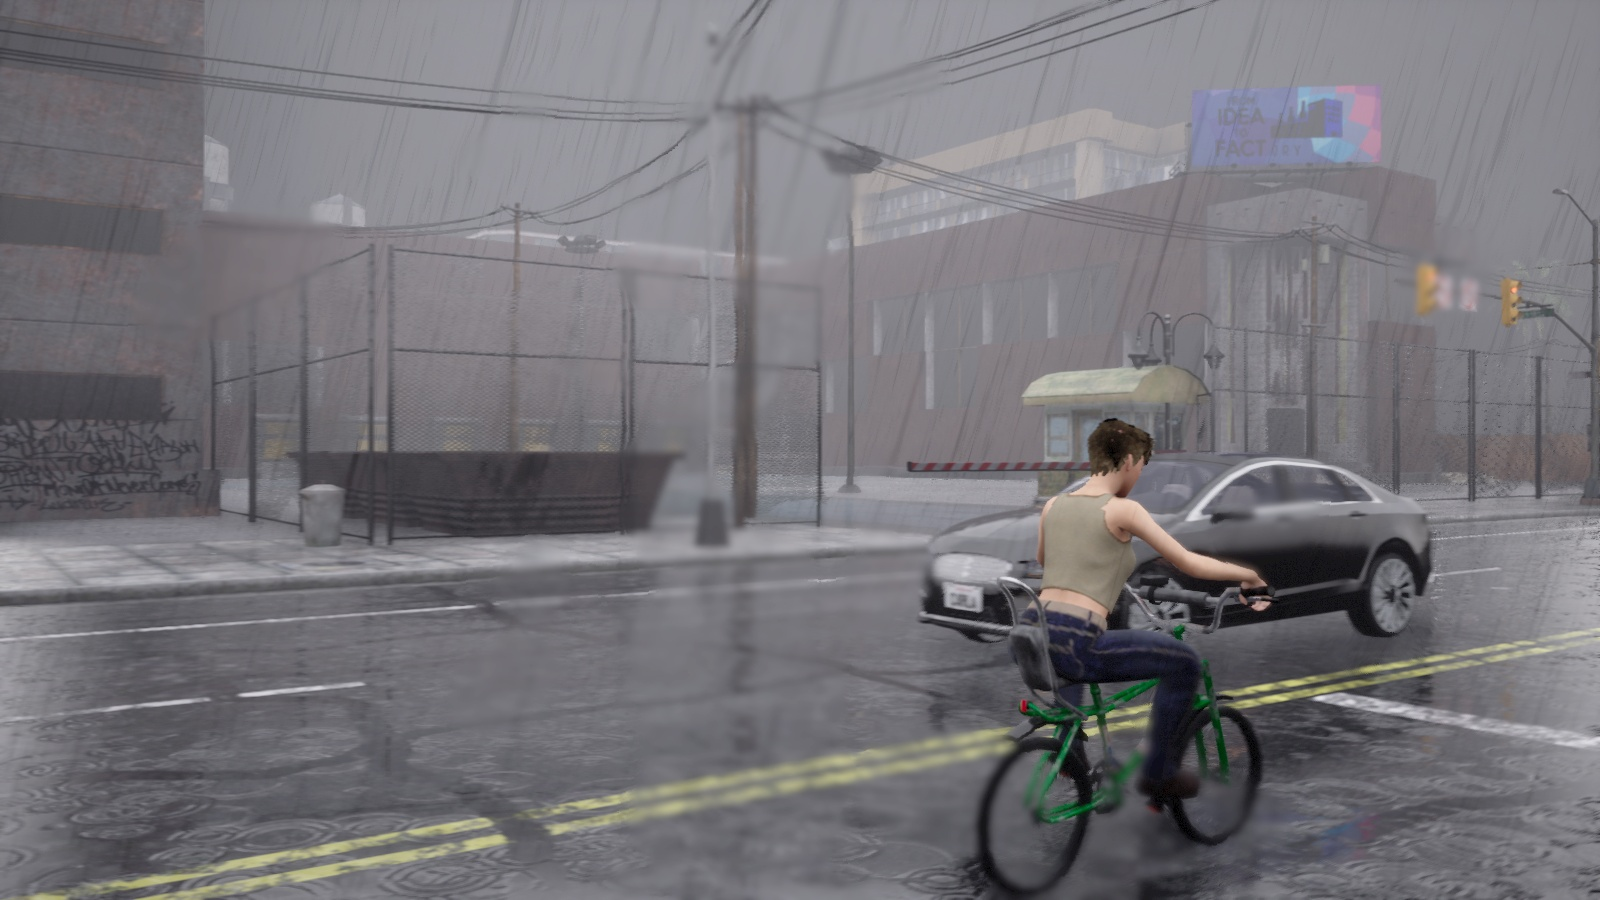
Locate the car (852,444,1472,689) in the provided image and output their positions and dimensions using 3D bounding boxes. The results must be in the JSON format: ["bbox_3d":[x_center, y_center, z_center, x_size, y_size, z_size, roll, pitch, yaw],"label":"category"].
[{"bbox_3d":[3.018,0.719,10.021,4.902,1.511,2.128,0,0,-35],"label":"car"}]

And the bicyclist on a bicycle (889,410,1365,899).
[{"bbox_3d":[1.181,0.690,4.484,1.509,1.612,0.866,0,0,-35],"label":"bicyclist on a bicycle"}]
